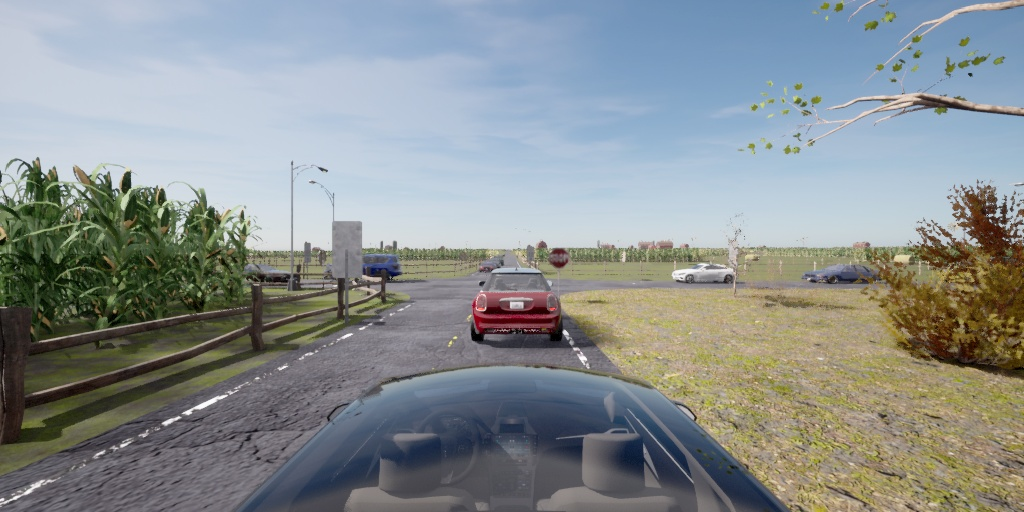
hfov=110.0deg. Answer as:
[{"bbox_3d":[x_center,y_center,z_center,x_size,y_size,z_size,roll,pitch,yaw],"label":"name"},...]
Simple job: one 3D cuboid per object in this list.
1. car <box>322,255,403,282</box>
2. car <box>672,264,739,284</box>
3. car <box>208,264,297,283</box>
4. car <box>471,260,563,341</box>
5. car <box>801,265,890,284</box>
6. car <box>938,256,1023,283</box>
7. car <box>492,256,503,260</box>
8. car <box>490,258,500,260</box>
[{"bbox_3d":[-11.032,0.918,26.825,5.566,2.045,2.150,0,1,-7],"label":"car"},{"bbox_3d":[14.535,1.298,27.034,4.674,1.442,1.812,0,0,0],"label":"car"},{"bbox_3d":[-17.365,1.237,24.043,5.357,1.411,2.033,0,0,0],"label":"car"},{"bbox_3d":[0.109,1.100,9.992,2.097,1.767,4.553,0,0,0],"label":"car"},{"bbox_3d":[25.082,1.350,27.049,5.357,1.411,2.033,0,0,0],"label":"car"},{"bbox_3d":[35.811,1.055,27.043,5.566,2.045,2.150,0,0,1],"label":"car"},{"bbox_3d":[-2.776,1.171,55.182,1.837,1.490,4.892,0,0,1],"label":"car"},{"bbox_3d":[-2.814,1.267,42.042,1.994,1.385,4.181,0,0,-1],"label":"car"}]
